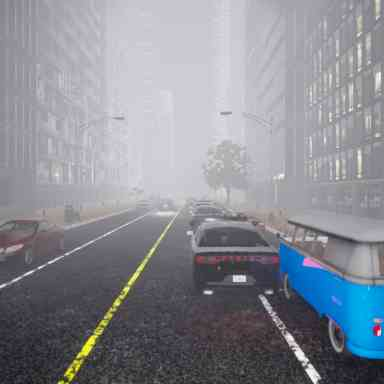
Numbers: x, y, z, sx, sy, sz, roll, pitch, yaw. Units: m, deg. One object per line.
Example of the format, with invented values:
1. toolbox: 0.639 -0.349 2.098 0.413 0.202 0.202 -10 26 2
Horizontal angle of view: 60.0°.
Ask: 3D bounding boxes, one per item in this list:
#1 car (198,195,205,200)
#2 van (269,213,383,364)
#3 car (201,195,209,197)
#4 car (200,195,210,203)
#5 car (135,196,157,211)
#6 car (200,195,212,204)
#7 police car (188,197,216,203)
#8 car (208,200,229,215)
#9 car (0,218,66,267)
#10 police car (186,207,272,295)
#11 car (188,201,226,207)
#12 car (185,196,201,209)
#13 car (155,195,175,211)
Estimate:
1. car: 2.566 1.463 91.095 1.887 1.381 4.507 0 0 0
2. van: 2.683 1.341 5.709 1.690 1.788 3.998 0 0 0
3. car: 2.628 1.544 45.555 2.008 1.369 4.403 0 0 0
4. car: 2.597 1.401 68.325 1.967 1.590 4.097 0 0 0
5. car: -5.745 1.548 39.855 2.008 1.369 4.403 0 0 0
6. car: 2.605 1.410 62.633 1.967 1.590 4.097 0 0 0
7. police car: 0.866 1.425 24.835 1.930 1.638 5.238 0 0 0
8. car: 2.643 1.581 34.171 1.802 1.307 4.206 0 0 0
9. car: -5.706 1.582 11.392 1.802 1.307 4.206 0 0 0
10. police car: 0.888 1.425 8.835 1.930 1.638 5.238 0 0 0
11. car: 0.874 1.478 18.725 1.882 1.535 5.008 0 0 0
12. car: -0.052 1.594 45.802 1.895 1.301 4.718 0 0 0
13. car: -3.056 1.488 40.579 2.128 1.511 4.902 0 0 0
